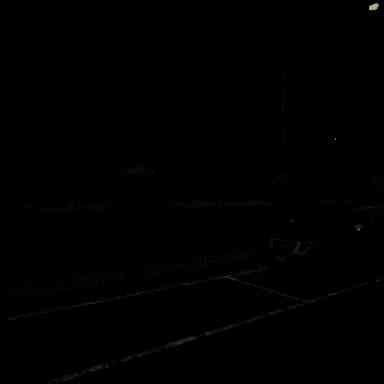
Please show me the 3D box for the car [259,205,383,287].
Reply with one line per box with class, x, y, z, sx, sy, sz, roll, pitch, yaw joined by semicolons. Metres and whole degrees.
car;4.189;1.313;9.519;5.009;1.841;2.192;0;0;-35
